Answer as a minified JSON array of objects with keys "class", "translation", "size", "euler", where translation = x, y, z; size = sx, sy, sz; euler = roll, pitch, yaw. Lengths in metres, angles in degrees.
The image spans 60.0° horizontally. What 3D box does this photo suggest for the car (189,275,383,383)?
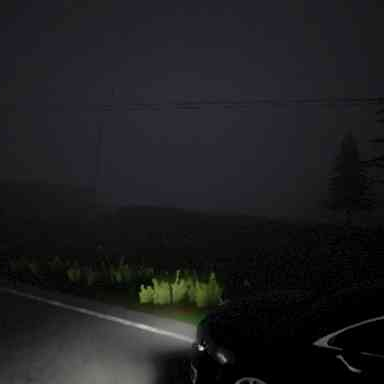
[{"class":"car","translation":[2.286,1.504,2.909],"size":[4.892,1.490,1.837],"euler":[0,0,31]}]
